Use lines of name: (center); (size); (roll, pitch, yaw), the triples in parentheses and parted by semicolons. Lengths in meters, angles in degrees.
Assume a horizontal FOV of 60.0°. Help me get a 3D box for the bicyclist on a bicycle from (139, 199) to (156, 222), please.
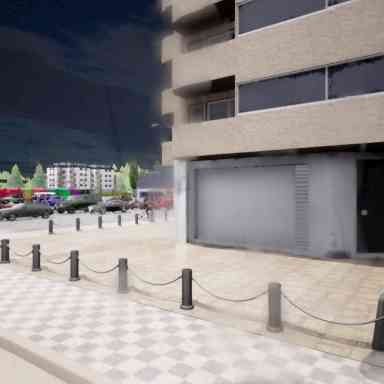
bicyclist on a bicycle: (-3.263, 1.356, 24.055); (1.656, 1.620, 0.582); (0, 0, 35)

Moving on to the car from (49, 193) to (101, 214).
car: (-12.255, 1.276, 36.466); (2.150, 2.045, 5.566); (0, 0, 35)

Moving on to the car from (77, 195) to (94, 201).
car: (-26.917, 1.450, 84.172); (1.970, 1.475, 3.806); (0, 0, 35)

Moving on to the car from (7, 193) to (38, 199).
car: (-34.634, 1.208, 68.163); (1.932, 1.855, 4.605); (0, 0, 35)

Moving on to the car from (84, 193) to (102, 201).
car: (-24.556, 1.210, 82.495); (1.905, 1.878, 3.866); (0, 0, 35)

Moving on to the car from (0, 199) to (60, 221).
car: (-13.946, 1.581, 27.910); (1.812, 1.442, 4.674); (0, 0, 35)

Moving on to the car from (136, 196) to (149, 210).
car: (-6.518, 1.619, 44.642); (1.994, 1.385, 4.181); (0, 0, 35)

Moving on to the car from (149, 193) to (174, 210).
car: (-2.659, 1.276, 44.055); (2.150, 2.045, 5.566); (0, 0, 35)

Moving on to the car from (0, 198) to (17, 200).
car: (-17.953, 1.533, 28.322); (1.882, 1.535, 5.008); (0, 0, 35)

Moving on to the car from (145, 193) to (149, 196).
car: (-8.496, 1.211, 71.219); (1.905, 1.878, 3.866); (0, 0, 35)

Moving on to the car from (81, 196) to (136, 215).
car: (-8.789, 1.546, 35.312); (2.128, 1.511, 4.902); (0, 0, 35)

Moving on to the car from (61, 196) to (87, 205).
car: (-20.771, 1.450, 58.501); (1.970, 1.475, 3.806); (0, 0, 35)
